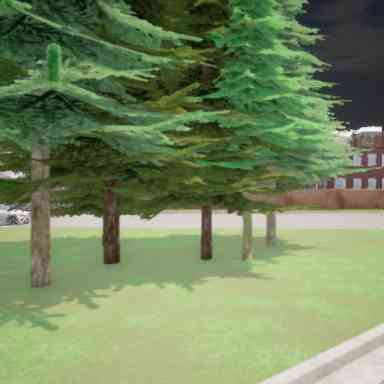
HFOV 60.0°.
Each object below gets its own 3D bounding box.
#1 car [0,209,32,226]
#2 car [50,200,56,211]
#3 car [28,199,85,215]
[{"bbox_3d":[-13.311,1.527,22.827,4.674,1.442,1.812,0,0,3],"label":"car"},{"bbox_3d":[-13.833,1.493,26.361,4.902,1.511,2.128,0,0,3],"label":"car"},{"bbox_3d":[-13.499,1.491,33.353,4.902,1.511,2.128,0,0,3],"label":"car"}]
